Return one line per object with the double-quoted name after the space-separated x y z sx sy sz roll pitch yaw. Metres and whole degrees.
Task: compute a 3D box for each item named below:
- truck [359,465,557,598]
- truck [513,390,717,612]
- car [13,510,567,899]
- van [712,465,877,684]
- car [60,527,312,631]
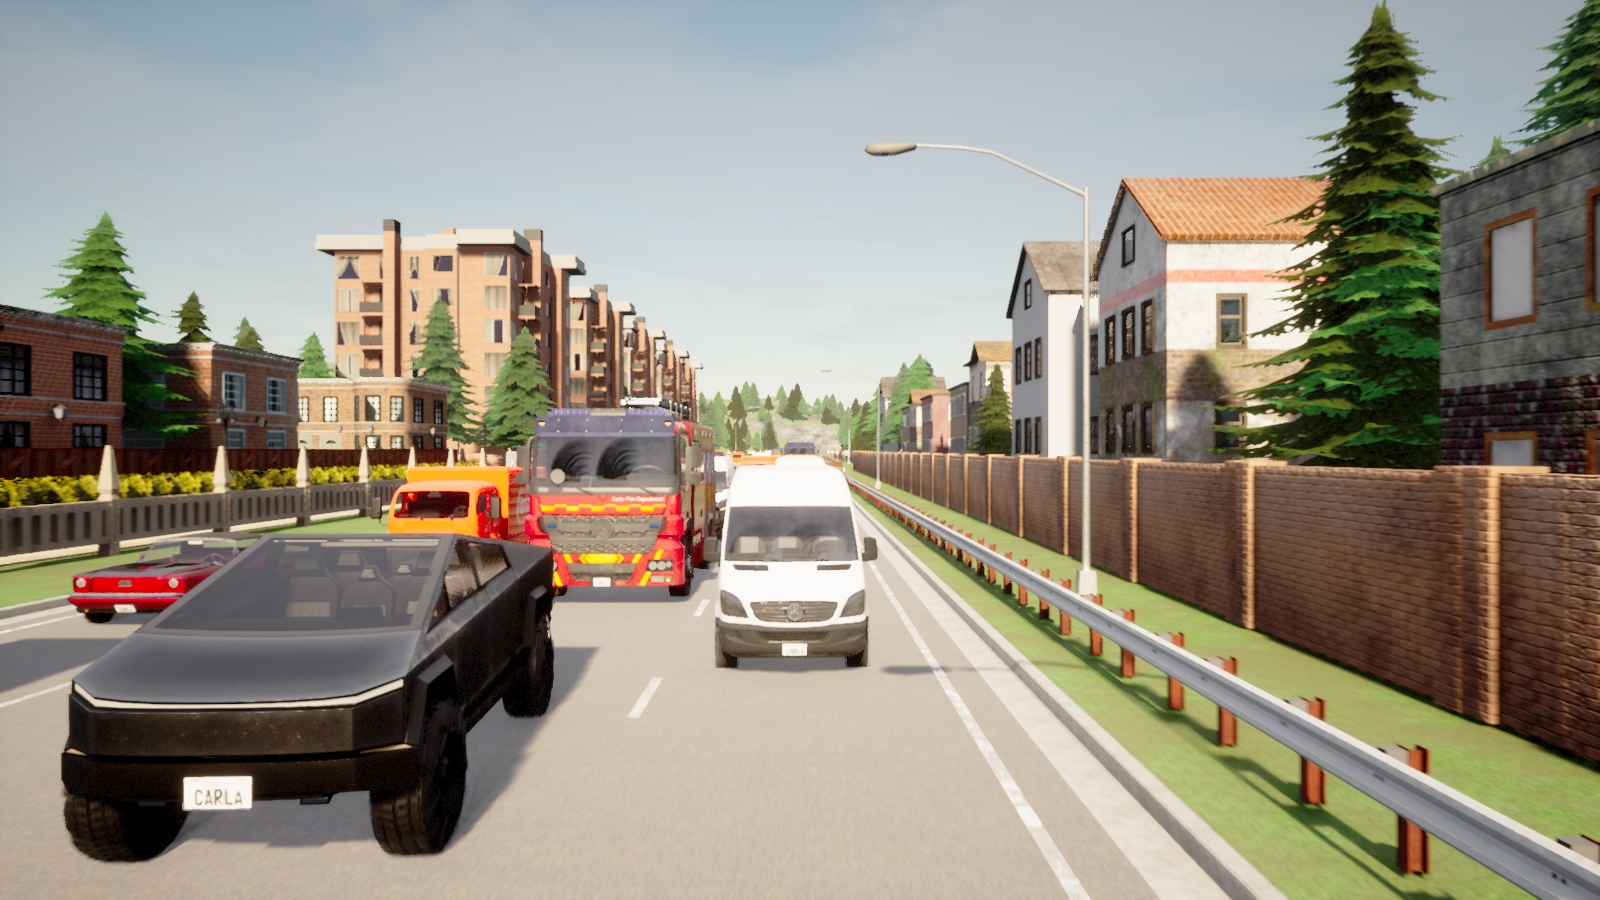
-7.003 1.572 24.129 2.627 2.467 5.204 0 0 0 "truck"
-3.498 0.890 23.938 2.891 3.827 8.468 0 0 0 "truck"
-3.741 1.753 10.115 2.390 2.098 6.274 0 0 -3 "car"
-0.172 1.534 16.720 1.988 2.561 5.915 0 0 -2 "van"
-10.505 2.155 20.043 1.895 1.301 4.718 0 0 0 "car"
